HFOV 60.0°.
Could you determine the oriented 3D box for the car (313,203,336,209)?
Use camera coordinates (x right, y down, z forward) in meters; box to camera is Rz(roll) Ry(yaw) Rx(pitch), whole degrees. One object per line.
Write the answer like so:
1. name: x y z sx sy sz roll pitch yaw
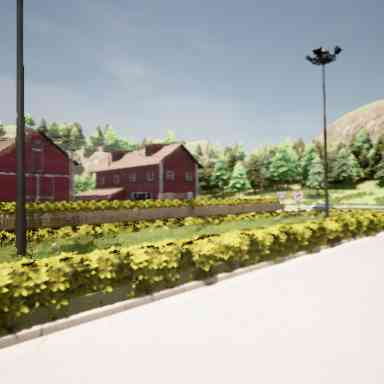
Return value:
1. car: 16.879 2.152 42.143 1.882 1.535 5.008 -2 -2 39
